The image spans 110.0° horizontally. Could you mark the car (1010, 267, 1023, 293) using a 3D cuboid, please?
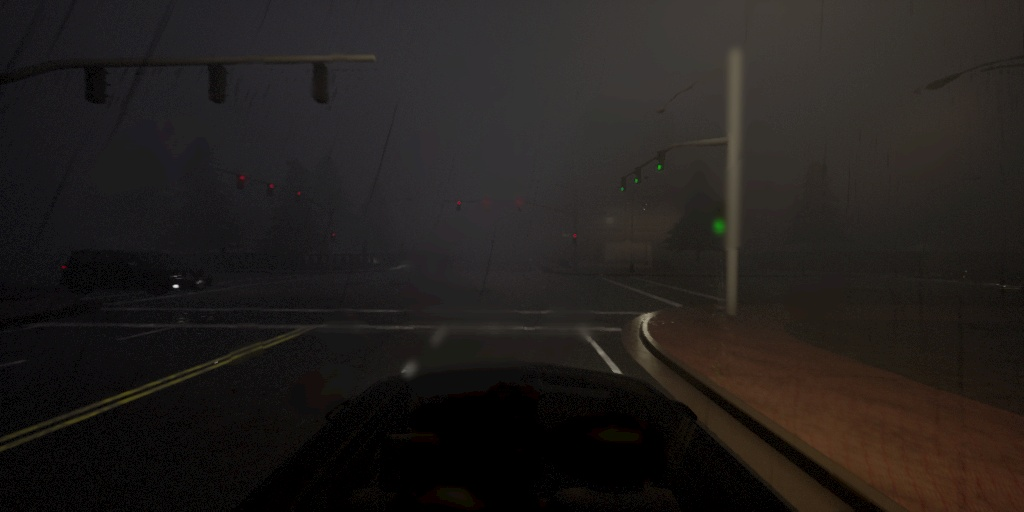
[{"bbox_3d":[25.278,1.249,15.563,4.181,1.385,1.994,0,1,1],"label":"car"}]

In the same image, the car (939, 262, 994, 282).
[{"bbox_3d":[33.921,1.126,26.021,4.181,1.385,1.994,0,1,1],"label":"car"}]

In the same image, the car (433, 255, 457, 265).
[{"bbox_3d":[-9.409,0.506,49.193,2.033,1.411,5.357,0,1,1],"label":"car"}]

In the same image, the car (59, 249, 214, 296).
[{"bbox_3d":[-16.811,0.766,16.217,5.566,2.045,2.150,2,1,1],"label":"car"}]

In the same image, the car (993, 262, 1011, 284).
[{"bbox_3d":[33.864,1.180,22.522,4.181,1.385,1.994,0,1,1],"label":"car"}]
